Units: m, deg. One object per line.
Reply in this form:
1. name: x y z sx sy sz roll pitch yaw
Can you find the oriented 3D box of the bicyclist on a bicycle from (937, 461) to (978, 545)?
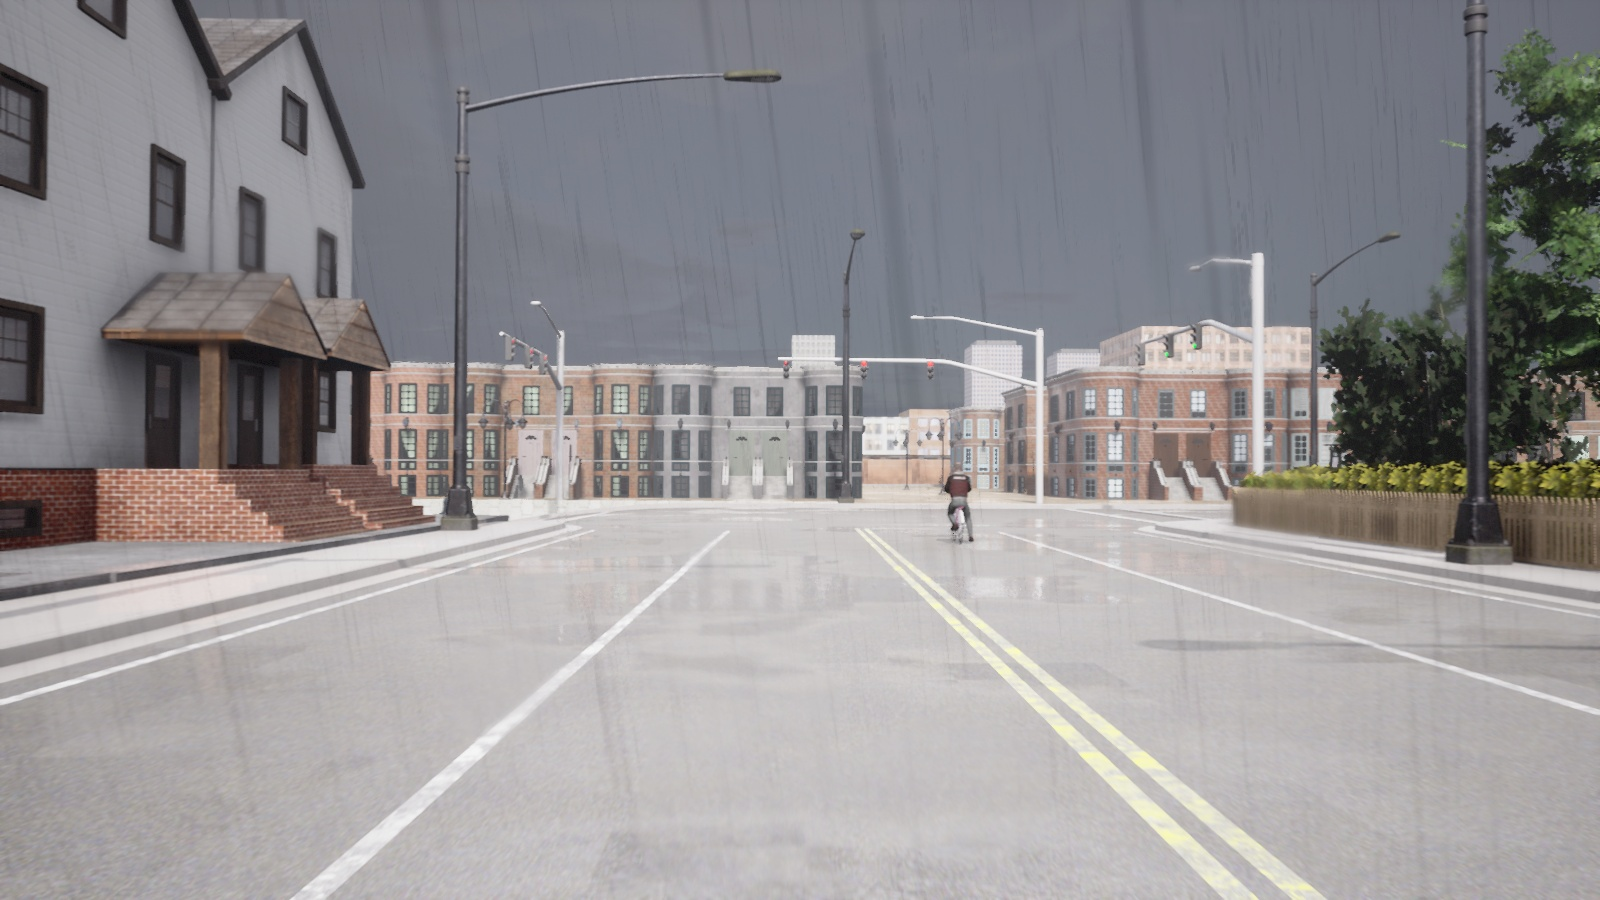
1. bicyclist on a bicycle: 3.435 1.131 27.480 0.659 1.776 1.843 0 -1 0
